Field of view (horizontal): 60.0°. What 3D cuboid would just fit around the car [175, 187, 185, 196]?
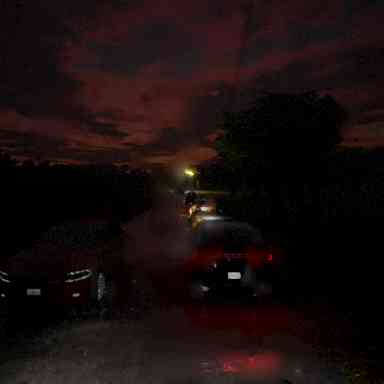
[{"bbox_3d":[-2.808,-0.186,77.239,2.150,2.045,5.566,0,2,0],"label":"car"}]

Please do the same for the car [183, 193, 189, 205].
[{"bbox_3d":[0.006,1.151,46.627,1.895,1.301,4.718,0,1,1],"label":"car"}]

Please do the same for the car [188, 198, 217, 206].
[{"bbox_3d":[0.810,1.368,19.106,1.801,1.575,5.366,0,1,0],"label":"car"}]

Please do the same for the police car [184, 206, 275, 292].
[{"bbox_3d":[0.818,1.403,9.027,1.930,1.638,5.238,0,0,0],"label":"police car"}]

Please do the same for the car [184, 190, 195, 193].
[{"bbox_3d":[-0.050,0.576,65.732,2.033,1.411,5.357,0,2,0],"label":"car"}]

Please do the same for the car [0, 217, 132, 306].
[{"bbox_3d":[-2.757,1.458,8.288,1.882,1.535,5.008,0,0,0],"label":"car"}]

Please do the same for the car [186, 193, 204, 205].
[{"bbox_3d":[0.805,1.211,24.888,2.097,1.767,4.553,0,1,0],"label":"car"}]
